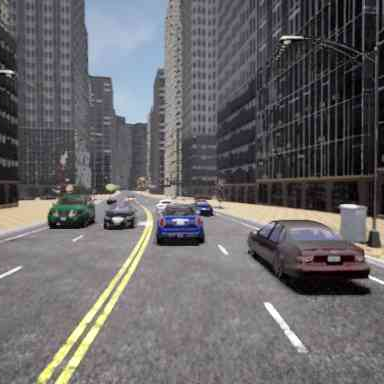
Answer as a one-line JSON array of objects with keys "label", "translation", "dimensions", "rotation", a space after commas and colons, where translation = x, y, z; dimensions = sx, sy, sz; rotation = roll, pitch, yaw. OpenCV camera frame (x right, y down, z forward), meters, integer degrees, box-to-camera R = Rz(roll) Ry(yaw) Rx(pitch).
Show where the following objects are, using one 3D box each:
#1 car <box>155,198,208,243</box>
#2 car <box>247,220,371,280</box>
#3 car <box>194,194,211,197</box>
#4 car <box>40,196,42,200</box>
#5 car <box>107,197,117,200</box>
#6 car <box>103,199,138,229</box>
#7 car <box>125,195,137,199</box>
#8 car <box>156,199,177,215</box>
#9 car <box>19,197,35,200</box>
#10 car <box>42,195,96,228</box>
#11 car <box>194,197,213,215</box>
[{"label": "car", "translation": [-0.642, 1.343, 16.305], "dimensions": [2.097, 1.767, 4.553], "rotation": [0, 0, -4]}, {"label": "car", "translation": [3.045, 1.535, 9.927], "dimensions": [2.033, 1.411, 5.357], "rotation": [0, 0, -3]}, {"label": "car", "translation": [3.001, 1.357, 89.570], "dimensions": [5.009, 1.841, 2.192], "rotation": [0, 0, -10]}, {"label": "car", "translation": [-35.291, 1.454, 82.550], "dimensions": [4.313, 1.339, 1.947], "rotation": [0, 0, -10]}, {"label": "car", "translation": [-14.138, 1.578, 59.080], "dimensions": [1.895, 1.301, 4.718], "rotation": [0, 0, -11]}, {"label": "car", "translation": [-4.577, 1.489, 21.718], "dimensions": [2.128, 1.511, 4.902], "rotation": [0, 0, -6]}, {"label": "car", "translation": [-11.534, 1.308, 62.646], "dimensions": [2.097, 1.767, 4.553], "rotation": [0, 0, -11]}, {"label": "car", "translation": [-2.694, 1.499, 33.969], "dimensions": [1.812, 1.442, 4.674], "rotation": [0, 0, -9]}, {"label": "car", "translation": [-40.894, 1.447, 81.580], "dimensions": [4.206, 1.307, 1.802], "rotation": [0, 0, -10]}, {"label": "car", "translation": [-7.908, 1.229, 22.432], "dimensions": [2.150, 2.045, 5.566], "rotation": [0, 0, -6]}, {"label": "car", "translation": [0.799, 1.525, 32.570], "dimensions": [1.994, 1.385, 4.181], "rotation": [0, 0, -8]}]
